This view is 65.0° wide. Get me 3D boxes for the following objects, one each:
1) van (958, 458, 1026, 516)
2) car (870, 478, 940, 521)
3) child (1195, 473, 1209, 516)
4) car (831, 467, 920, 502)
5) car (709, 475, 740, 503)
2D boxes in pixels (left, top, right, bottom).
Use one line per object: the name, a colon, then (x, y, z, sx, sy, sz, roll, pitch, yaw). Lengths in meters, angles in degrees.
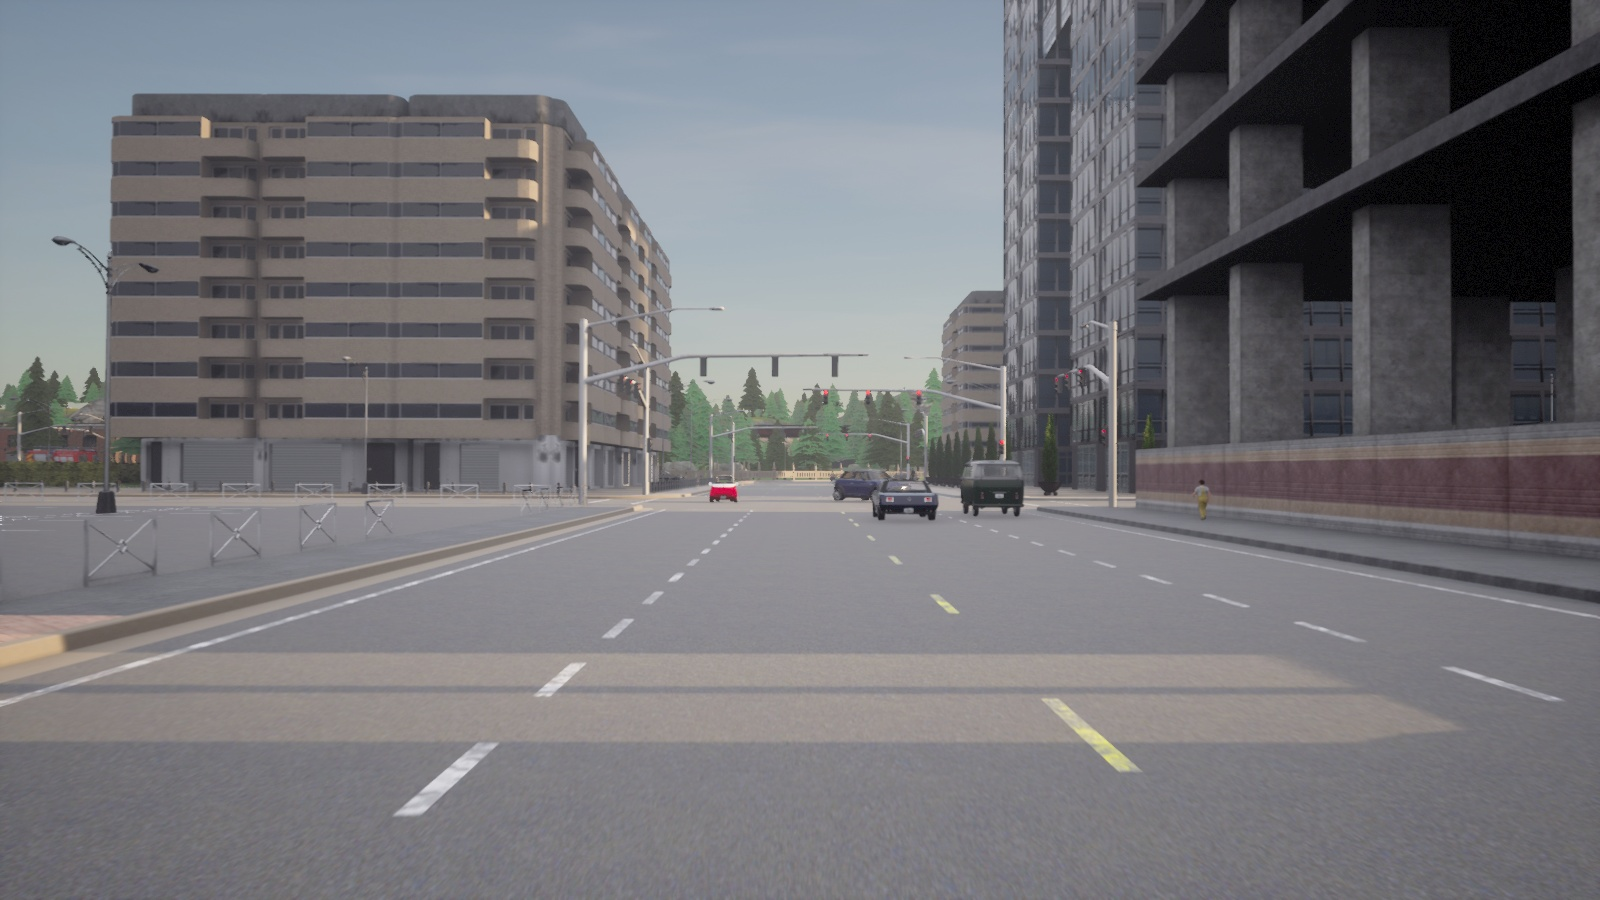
van: (6.887, 1.301, 45.469, 1.775, 1.987, 4.442, 0, -1, 0)
car: (3.398, 1.594, 41.343, 1.895, 1.301, 4.718, 0, -1, 0)
child: (12.008, 1.334, 37.488, 0.270, 1.263, 0.437, 0, -1, 2)
car: (3.894, 1.777, 65.361, 2.097, 1.767, 4.553, 1, -1, -39)
car: (-3.777, 1.966, 62.933, 1.481, 1.376, 2.207, 0, -1, -1)
